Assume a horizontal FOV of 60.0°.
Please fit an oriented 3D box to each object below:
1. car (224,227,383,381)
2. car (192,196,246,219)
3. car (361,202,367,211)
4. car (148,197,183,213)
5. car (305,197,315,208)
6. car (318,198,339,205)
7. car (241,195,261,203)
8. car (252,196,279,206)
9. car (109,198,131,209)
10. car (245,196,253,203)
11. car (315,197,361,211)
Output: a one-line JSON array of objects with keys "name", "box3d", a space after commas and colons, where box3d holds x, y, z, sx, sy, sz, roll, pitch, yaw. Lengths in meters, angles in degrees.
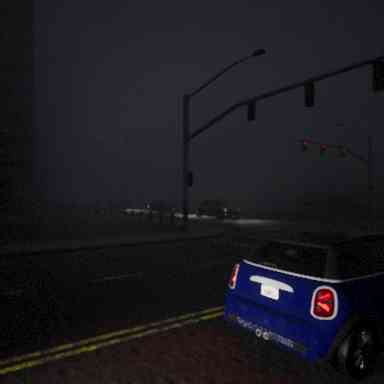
[{"name": "car", "box3d": [2.793, 1.406, 5.780, 4.553, 1.767, 2.097, 1, 0, -35]}, {"name": "car", "box3d": [2.410, 1.546, 31.149, 2.097, 1.767, 4.553, 1, 0, -36]}, {"name": "car", "box3d": [21.638, 1.586, 45.594, 1.905, 1.878, 3.866, 1, 0, -36]}, {"name": "car", "box3d": [-3.438, 1.685, 39.302, 2.128, 1.511, 4.902, 1, 0, -36]}, {"name": "car", "box3d": [27.422, 1.774, 71.266, 1.932, 1.855, 4.605, 1, 0, -36]}, {"name": "car", "box3d": [29.817, 2.013, 72.893, 1.784, 1.438, 3.905, 1, 0, -36]}, {"name": "car", "box3d": [14.165, 1.719, 80.316, 1.932, 1.855, 4.605, 1, 0, -36]}, {"name": "car", "box3d": [13.709, 1.851, 61.391, 1.970, 1.475, 3.806, 1, 0, -36]}, {"name": "car", "box3d": [-10.776, 1.682, 49.560, 2.128, 1.511, 4.902, 1, 0, -35]}, {"name": "car", "box3d": [12.007, 1.903, 78.717, 1.784, 1.438, 3.905, 1, 0, -36]}, {"name": "car", "box3d": [19.249, 1.555, 43.960, 1.932, 1.855, 4.605, 1, 0, -36]}]
